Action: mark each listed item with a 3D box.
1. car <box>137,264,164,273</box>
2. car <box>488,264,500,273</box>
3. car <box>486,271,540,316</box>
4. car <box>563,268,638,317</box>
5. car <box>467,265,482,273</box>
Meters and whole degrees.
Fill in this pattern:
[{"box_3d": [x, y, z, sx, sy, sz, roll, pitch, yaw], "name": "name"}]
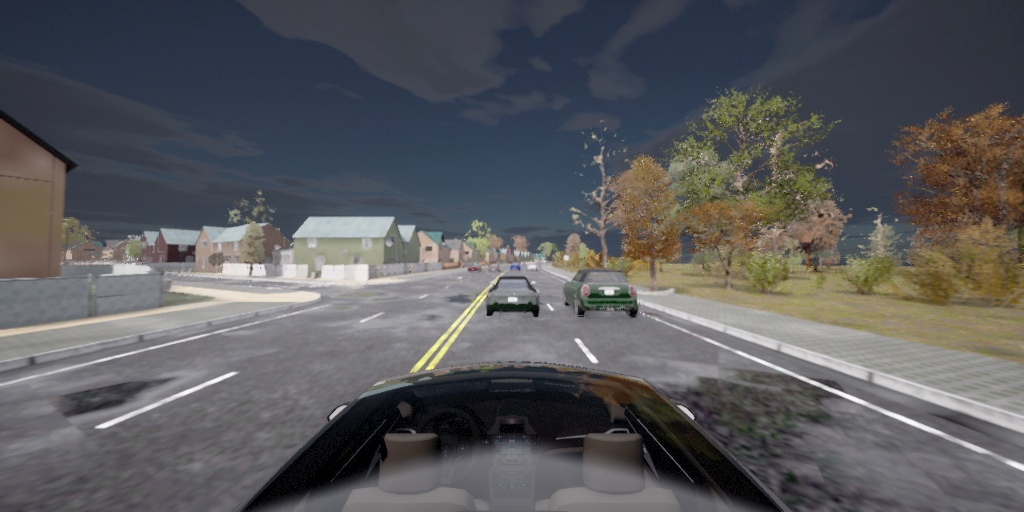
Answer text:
[{"box_3d": [-39.507, 1.582, 38.880, 4.892, 1.490, 1.837, 0, -2, 31], "name": "car"}, {"box_3d": [-2.948, 2.004, 59.756, 1.812, 1.442, 4.674, 0, -1, 2], "name": "car"}, {"box_3d": [0.045, 1.478, 14.288, 1.994, 1.385, 4.181, 0, -1, 1], "name": "car"}, {"box_3d": [3.292, 1.262, 14.175, 2.097, 1.767, 4.553, 0, -1, 1], "name": "car"}, {"box_3d": [-6.201, 2.080, 59.699, 1.895, 1.301, 4.718, 0, -1, 2], "name": "car"}]
